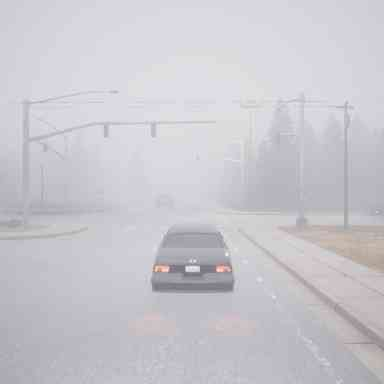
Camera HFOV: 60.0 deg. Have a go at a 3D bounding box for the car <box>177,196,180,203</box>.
[{"bbox_3d":[-3.660,1.352,57.121,2.097,1.767,4.553,0,0,0],"label":"car"}]

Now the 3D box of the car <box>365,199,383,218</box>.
[{"bbox_3d":[18.489,1.247,29.597,5.566,2.045,2.150,0,0,1],"label":"car"}]

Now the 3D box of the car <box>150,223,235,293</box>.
[{"bbox_3d":[0.034,1.545,9.000,2.033,1.411,5.357,0,0,1],"label":"car"}]

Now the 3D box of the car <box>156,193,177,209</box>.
[{"bbox_3d":[-3.677,1.220,45.653,2.150,2.045,5.566,0,0,0],"label":"car"}]
